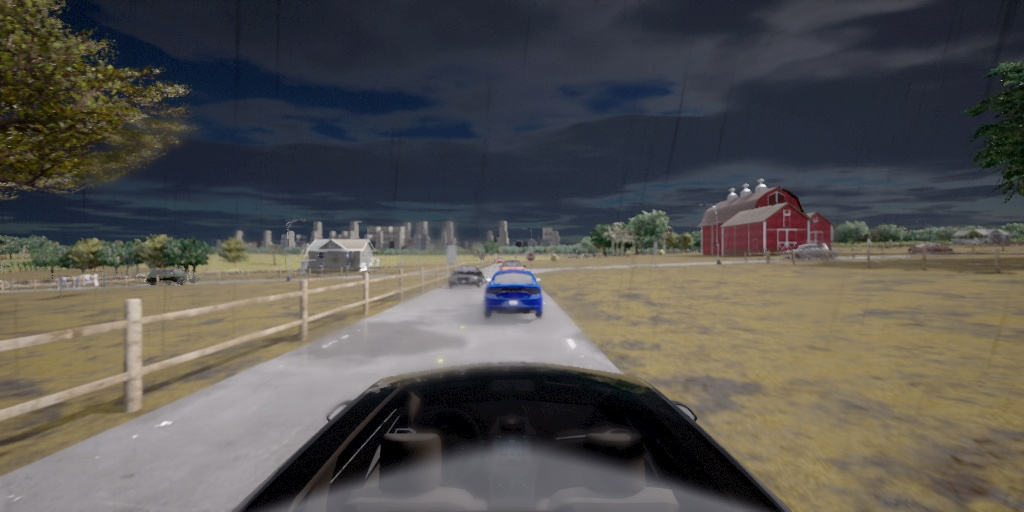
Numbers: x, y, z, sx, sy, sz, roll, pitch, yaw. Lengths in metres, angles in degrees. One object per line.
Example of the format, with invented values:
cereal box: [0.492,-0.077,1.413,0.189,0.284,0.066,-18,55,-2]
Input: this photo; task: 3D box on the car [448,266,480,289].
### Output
car: [-2.875,1.323,23.284,1.994,1.385,4.181,0,0,0]

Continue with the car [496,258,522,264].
car: [0.028,1.115,27.794,2.097,1.767,4.553,0,0,0]

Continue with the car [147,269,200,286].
car: [-43.674,2.705,46.285,5.566,2.045,2.150,-2,0,0]

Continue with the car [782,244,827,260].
car: [40.473,-0.561,49.406,5.566,2.045,2.150,-2,0,0]

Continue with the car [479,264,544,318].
car: [0.057,1.230,13.093,1.882,1.535,5.008,0,0,0]

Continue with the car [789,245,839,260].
car: [39.588,-0.261,46.596,4.902,1.511,2.128,-2,0,0]
